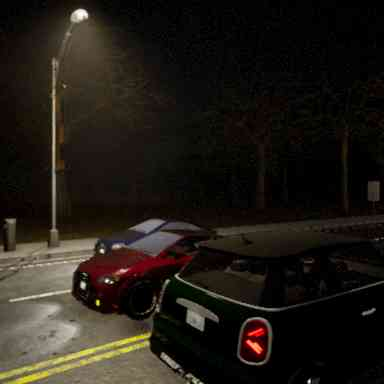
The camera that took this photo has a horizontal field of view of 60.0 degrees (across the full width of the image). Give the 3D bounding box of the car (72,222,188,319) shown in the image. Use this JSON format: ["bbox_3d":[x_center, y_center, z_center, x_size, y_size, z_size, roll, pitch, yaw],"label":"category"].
[{"bbox_3d":[-0.411,1.565,7.378,4.181,1.385,1.994,0,0,-35],"label":"car"}]

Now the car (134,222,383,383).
[{"bbox_3d":[1.761,1.353,4.694,4.553,1.767,2.097,0,0,-36],"label":"car"}]

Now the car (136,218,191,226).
[{"bbox_3d":[-1.011,1.565,10.941,4.181,1.385,1.994,0,0,-35],"label":"car"}]
